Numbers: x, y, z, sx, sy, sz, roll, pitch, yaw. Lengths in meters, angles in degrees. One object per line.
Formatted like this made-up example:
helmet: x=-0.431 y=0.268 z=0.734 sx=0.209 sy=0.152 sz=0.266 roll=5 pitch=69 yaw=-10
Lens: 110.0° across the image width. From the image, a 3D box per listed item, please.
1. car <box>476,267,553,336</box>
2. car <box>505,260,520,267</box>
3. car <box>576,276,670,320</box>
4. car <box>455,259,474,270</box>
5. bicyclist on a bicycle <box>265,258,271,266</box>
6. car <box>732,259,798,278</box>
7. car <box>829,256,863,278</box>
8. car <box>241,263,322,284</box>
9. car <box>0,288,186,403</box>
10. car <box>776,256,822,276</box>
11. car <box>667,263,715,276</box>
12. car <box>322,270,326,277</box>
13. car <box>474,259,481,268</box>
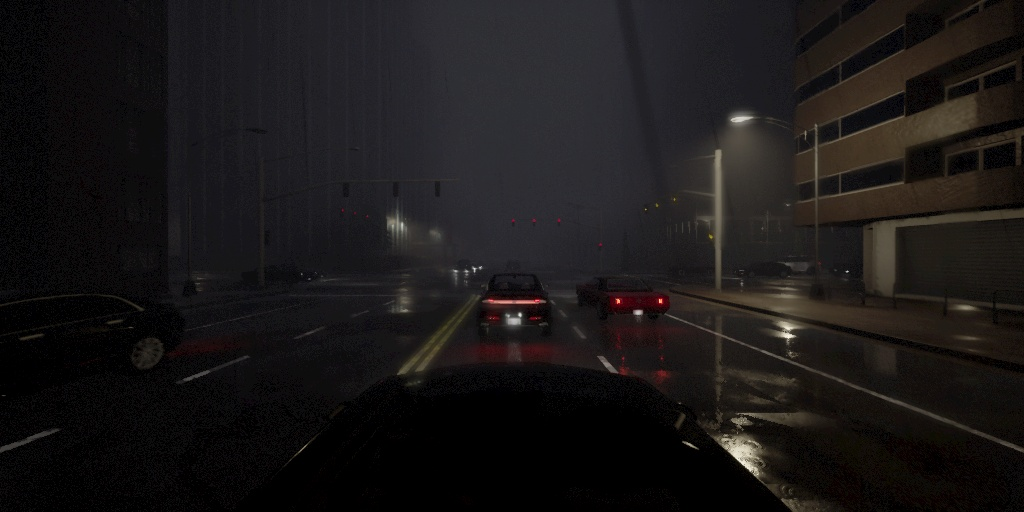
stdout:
car: x=0.075 y=1.242 z=10.368 sx=2.128 sy=1.511 sz=4.902 roll=0 pitch=0 yaw=0
car: x=0.112 y=1.241 z=47.830 sx=2.128 sy=1.511 sz=4.902 roll=0 pitch=0 yaw=1
car: x=3.591 y=1.351 z=12.659 sx=1.895 sy=1.301 sz=4.718 roll=0 pitch=0 yaw=-2
car: x=-7.043 y=1.255 z=52.213 sx=1.837 sy=1.490 sz=4.892 roll=0 pitch=0 yaw=0
bicyclist on a bicycle: x=-28.736 y=1.051 z=42.057 sx=0.582 sy=1.620 sz=1.656 roll=0 pitch=0 yaw=1
car: x=23.103 y=1.255 z=33.204 sx=4.892 sy=1.490 sz=1.837 roll=0 pitch=0 yaw=1
car: x=32.677 y=0.971 z=33.095 sx=5.566 sy=2.045 sz=2.150 roll=0 pitch=0 yaw=1
car: x=-16.794 y=1.351 z=26.086 sx=4.718 sy=1.301 sz=1.895 roll=0 pitch=0 yaw=6
car: x=-7.078 y=1.254 z=4.693 sx=1.837 sy=1.490 sz=4.892 roll=0 pitch=0 yaw=0
car: x=28.290 y=0.971 z=36.647 sx=5.566 sy=2.045 sz=2.150 roll=0 pitch=0 yaw=1
car: x=18.549 y=1.351 z=36.776 sx=4.718 sy=1.301 sz=1.895 roll=0 pitch=0 yaw=1
car: x=-18.635 y=1.297 z=30.083 sx=5.357 sy=1.411 sz=2.033 roll=0 pitch=0 yaw=-1
car: x=-7.014 y=1.276 z=62.297 sx=1.812 sy=1.442 sz=4.674 roll=0 pitch=0 yaw=0
